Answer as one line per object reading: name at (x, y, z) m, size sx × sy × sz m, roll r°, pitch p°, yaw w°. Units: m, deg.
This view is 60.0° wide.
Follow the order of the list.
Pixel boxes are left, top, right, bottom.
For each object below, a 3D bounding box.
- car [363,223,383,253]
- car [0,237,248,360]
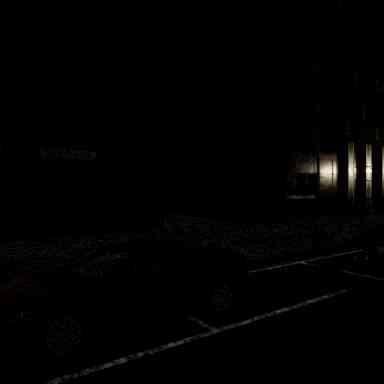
car at (8.198, 1.567, 12.462) m, size 4.313 × 1.339 × 1.947 m, roll 0°, pitch 0°, yaw -35°
car at (-0.994, 1.545, 5.936) m, size 4.507 × 1.381 × 1.887 m, roll 0°, pitch 0°, yaw -35°
